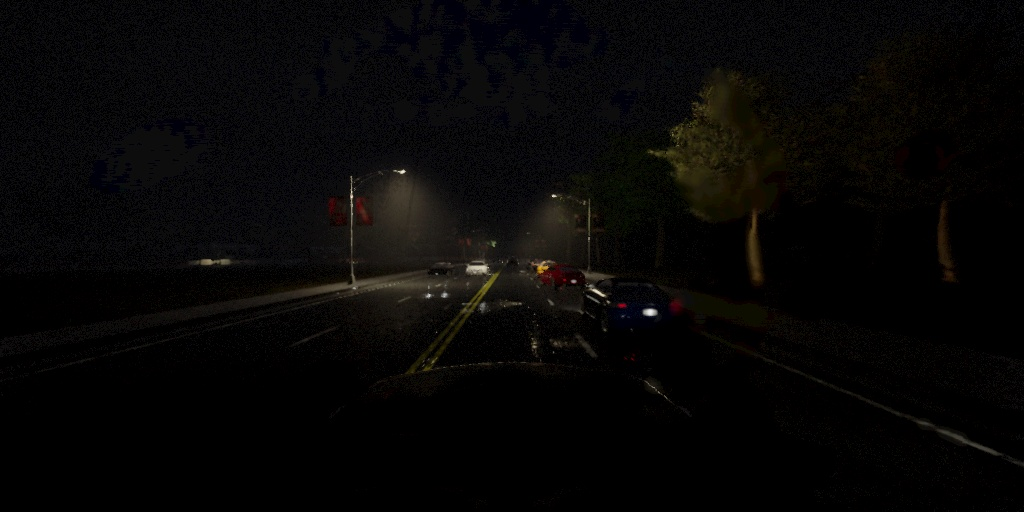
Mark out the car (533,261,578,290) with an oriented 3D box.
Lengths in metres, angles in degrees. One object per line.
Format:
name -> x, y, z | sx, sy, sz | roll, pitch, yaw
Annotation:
car -> 2.964, 1.223, 22.089 | 1.812, 1.442, 4.674 | 0, 0, -11

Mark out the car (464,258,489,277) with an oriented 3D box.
car -> -3.313, 1.195, 34.378 | 1.812, 1.442, 4.674 | 0, 0, 0

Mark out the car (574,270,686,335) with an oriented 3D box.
car -> 3.258, 1.291, 10.459 | 1.994, 1.385, 4.181 | 0, 0, 0

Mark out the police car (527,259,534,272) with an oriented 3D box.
police car -> 3.288, 1.155, 43.464 | 2.038, 1.542, 4.974 | 0, 0, 0

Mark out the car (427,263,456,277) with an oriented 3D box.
car -> -6.566, 1.272, 33.563 | 1.895, 1.301, 4.718 | 0, 0, 0

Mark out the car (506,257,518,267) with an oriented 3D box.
car -> 0.055, 1.116, 63.048 | 1.837, 1.490, 4.892 | 0, 0, 0

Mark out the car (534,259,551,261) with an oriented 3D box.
car -> 3.278, 1.129, 32.651 | 1.801, 1.575, 5.366 | 0, 0, 0
